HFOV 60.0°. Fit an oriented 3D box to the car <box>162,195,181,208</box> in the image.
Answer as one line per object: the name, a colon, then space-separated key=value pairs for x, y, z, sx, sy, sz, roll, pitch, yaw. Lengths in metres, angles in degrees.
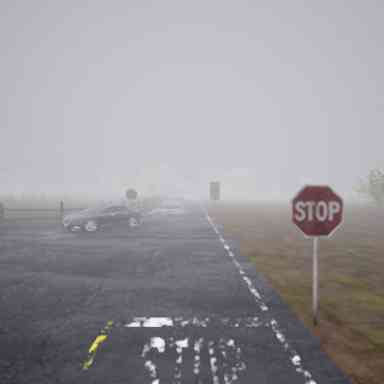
car: x=-2.763 y=1.399 z=42.861 sx=1.895 sy=1.301 sz=4.718 roll=0 pitch=0 yaw=0

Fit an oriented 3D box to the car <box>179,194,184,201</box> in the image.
car: x=-2.771 y=1.207 z=69.244 sx=1.994 sy=1.385 sz=4.181 roll=0 pitch=0 yaw=0

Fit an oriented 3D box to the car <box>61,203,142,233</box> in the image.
car: x=-5.038 y=1.434 z=19.029 sx=1.837 sy=1.490 sz=4.892 roll=2 pitch=2 yaw=37
